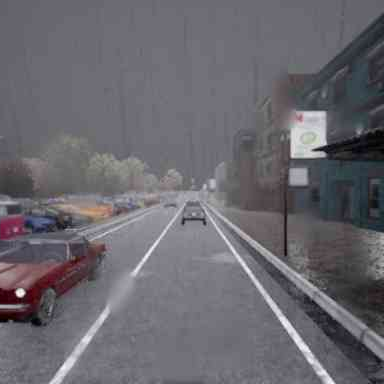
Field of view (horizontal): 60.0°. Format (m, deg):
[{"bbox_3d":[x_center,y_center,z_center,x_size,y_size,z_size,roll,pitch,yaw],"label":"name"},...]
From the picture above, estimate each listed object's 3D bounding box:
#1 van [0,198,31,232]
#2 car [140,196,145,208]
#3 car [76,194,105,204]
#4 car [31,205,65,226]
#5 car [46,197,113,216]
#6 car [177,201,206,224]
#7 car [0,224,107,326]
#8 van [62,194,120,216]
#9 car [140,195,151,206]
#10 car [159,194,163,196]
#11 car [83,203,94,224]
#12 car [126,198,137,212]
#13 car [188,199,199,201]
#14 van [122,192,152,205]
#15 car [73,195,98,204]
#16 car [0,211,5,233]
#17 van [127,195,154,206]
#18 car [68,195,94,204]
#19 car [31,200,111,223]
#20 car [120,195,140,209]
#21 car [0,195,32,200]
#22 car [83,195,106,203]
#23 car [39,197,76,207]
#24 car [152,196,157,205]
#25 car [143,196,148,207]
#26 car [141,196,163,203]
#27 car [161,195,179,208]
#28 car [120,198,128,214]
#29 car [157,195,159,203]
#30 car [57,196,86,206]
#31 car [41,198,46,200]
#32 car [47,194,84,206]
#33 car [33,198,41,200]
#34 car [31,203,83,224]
[{"bbox_3d":[-9.636,1.356,14.126,4.442,1.987,1.878,0,0,0],"label":"van"},{"bbox_3d":[-9.301,1.672,44.741,4.892,1.521,2.231,0,0,0],"label":"car"},{"bbox_3d":[-22.199,1.464,72.672,5.566,2.045,2.435,0,0,0],"label":"car"},{"bbox_3d":[-9.505,1.592,16.908,5.008,1.535,2.097,0,0,0],"label":"car"},{"bbox_3d":[-9.386,1.503,28.041,4.553,1.767,2.185,0,0,0],"label":"car"},{"bbox_3d":[0.137,1.652,25.881,2.033,1.411,5.357,0,0,0],"label":"car"},{"bbox_3d":[-3.346,1.634,7.231,1.895,1.301,4.718,0,0,0],"label":"car"},{"bbox_3d":[-9.280,1.412,30.761,4.442,1.987,1.878,0,0,0],"label":"van"},{"bbox_3d":[-9.248,1.683,50.307,4.892,1.521,2.231,0,0,0],"label":"car"},{"bbox_3d":[-9.141,1.742,69.790,4.792,1.488,2.163,0,0,0],"label":"car"},{"bbox_3d":[-9.461,1.652,22.475,4.674,1.452,2.002,0,0,0],"label":"car"},{"bbox_3d":[-9.339,1.699,39.174,4.674,1.452,2.002,0,0,0],"label":"car"},{"bbox_3d":[0.193,1.637,42.139,2.128,1.511,4.902,0,0,0],"label":"car"},{"bbox_3d":[-9.117,1.461,53.090,4.442,1.987,1.878,0,0,0],"label":"van"},{"bbox_3d":[-22.223,1.585,69.762,4.553,1.767,2.185,0,0,0],"label":"car"},{"bbox_3d":[-9.546,1.572,11.341,4.892,1.521,2.231,0,0,0],"label":"car"},{"bbox_3d":[-9.078,1.469,58.532,4.442,1.987,1.878,0,0,0],"label":"van"},{"bbox_3d":[-22.244,1.581,66.977,4.553,1.767,2.185,0,0,0],"label":"car"},{"bbox_3d":[-9.253,1.617,25.256,5.366,1.575,1.946,0,0,0],"label":"car"},{"bbox_3d":[-9.284,1.540,41.957,4.553,1.767,2.185,0,0,0],"label":"car"},{"bbox_3d":[-22.388,1.406,39.254,5.566,2.045,2.435,0,0,0],"label":"car"},{"bbox_3d":[-22.119,1.594,75.457,4.553,1.767,2.185,0,0,0],"label":"car"},{"bbox_3d":[-22.480,1.686,55.839,5.366,1.575,1.946,0,0,0],"label":"car"},{"bbox_3d":[-9.185,1.440,55.874,5.566,2.045,2.435,0,0,0],"label":"car"},{"bbox_3d":[-9.460,1.673,47.525,5.366,1.575,1.946,0,0,0],"label":"car"},{"bbox_3d":[-9.087,1.762,75.214,4.674,1.452,2.002,-1,0,1],"label":"car"},{"bbox_3d":[-3.196,1.666,50.354,1.837,1.490,4.892,0,-1,1],"label":"car"},{"bbox_3d":[-9.348,1.675,33.607,4.792,1.488,2.163,0,0,0],"label":"car"},{"bbox_3d":[-9.166,1.701,61.440,4.892,1.521,2.231,0,0,0],"label":"car"},{"bbox_3d":[-22.221,1.572,61.532,4.553,1.767,2.185,0,0,0],"label":"car"},{"bbox_3d":[-22.406,1.544,44.824,4.553,1.767,2.185,0,0,0],"label":"car"},{"bbox_3d":[-22.302,1.442,58.623,5.566,2.045,2.435,0,0,0],"label":"car"},{"bbox_3d":[-22.402,1.665,42.037,4.892,1.521,2.231,0,0,0],"label":"car"},{"bbox_3d":[-9.474,1.602,19.691,5.008,1.535,2.097,0,0,0],"label":"car"}]
